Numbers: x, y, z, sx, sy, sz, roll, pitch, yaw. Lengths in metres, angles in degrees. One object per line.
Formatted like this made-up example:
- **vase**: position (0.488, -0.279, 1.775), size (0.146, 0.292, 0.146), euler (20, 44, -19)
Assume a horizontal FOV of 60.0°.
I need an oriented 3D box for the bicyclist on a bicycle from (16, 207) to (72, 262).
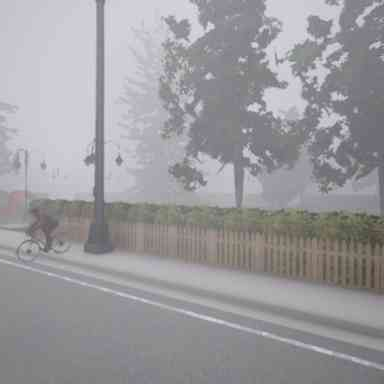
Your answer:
- **bicyclist on a bicycle**: position (-4.528, 1.239, 10.154), size (1.656, 1.620, 0.582), euler (-12, 15, -40)
